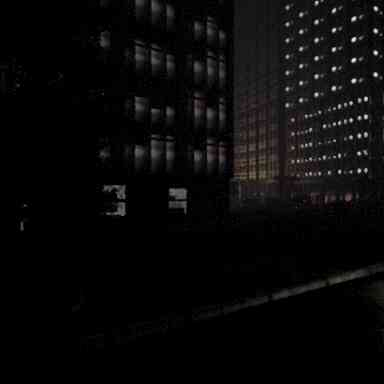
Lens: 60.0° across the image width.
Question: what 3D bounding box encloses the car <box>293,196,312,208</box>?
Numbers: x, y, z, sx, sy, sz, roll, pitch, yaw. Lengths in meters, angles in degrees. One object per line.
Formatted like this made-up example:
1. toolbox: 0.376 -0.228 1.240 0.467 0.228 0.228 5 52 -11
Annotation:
1. car: 19.227 1.733 60.212 2.150 2.045 5.566 0 -1 -23

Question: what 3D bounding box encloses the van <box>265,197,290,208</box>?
1. van: 14.320 1.834 57.183 1.690 1.788 3.998 -1 -1 -23

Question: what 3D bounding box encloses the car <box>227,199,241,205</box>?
1. car: 10.855 2.577 86.318 1.802 1.307 4.206 -1 -1 -23

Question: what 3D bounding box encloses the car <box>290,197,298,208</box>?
1. car: 16.044 2.074 59.891 2.033 1.411 5.357 0 -1 -23

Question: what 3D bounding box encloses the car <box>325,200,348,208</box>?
1. car: 24.249 1.973 55.344 1.947 1.339 4.313 -1 -1 -23

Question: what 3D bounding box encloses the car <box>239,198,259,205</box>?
1. car: 13.070 2.093 74.446 1.882 1.535 5.008 0 -1 -23

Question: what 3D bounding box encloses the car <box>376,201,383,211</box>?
1. car: 23.254 1.667 36.530 2.008 1.369 4.403 -1 -1 -23

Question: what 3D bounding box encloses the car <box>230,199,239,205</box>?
1. car: 7.628 2.337 72.668 2.008 1.369 4.403 -1 -1 -23

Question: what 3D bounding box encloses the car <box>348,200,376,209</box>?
1. car: 26.481 1.878 50.182 1.947 1.339 4.313 -1 -1 -23
